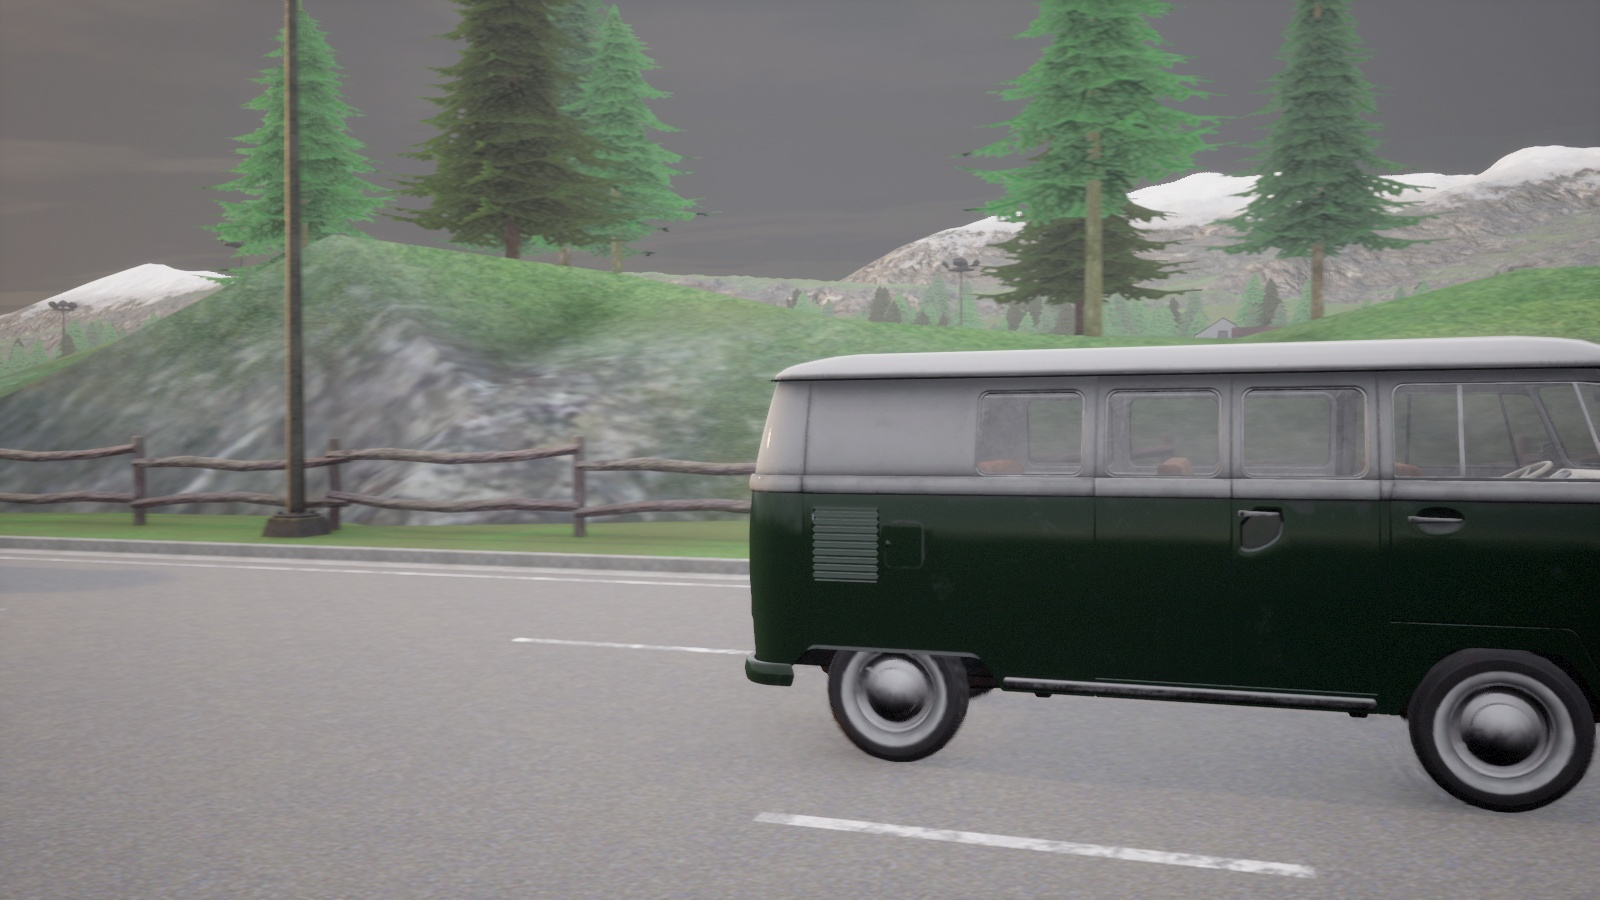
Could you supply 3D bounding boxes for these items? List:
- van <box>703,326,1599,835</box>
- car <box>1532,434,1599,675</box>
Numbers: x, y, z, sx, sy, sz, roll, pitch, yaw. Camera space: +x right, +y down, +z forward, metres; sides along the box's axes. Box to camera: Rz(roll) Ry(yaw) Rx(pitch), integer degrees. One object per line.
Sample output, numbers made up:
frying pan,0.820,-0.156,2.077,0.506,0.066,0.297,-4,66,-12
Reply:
van,1.919,0.486,6.236,4.442,1.987,1.775,1,1,19
car,7.497,0.673,8.055,4.514,1.525,2.007,1,1,19
